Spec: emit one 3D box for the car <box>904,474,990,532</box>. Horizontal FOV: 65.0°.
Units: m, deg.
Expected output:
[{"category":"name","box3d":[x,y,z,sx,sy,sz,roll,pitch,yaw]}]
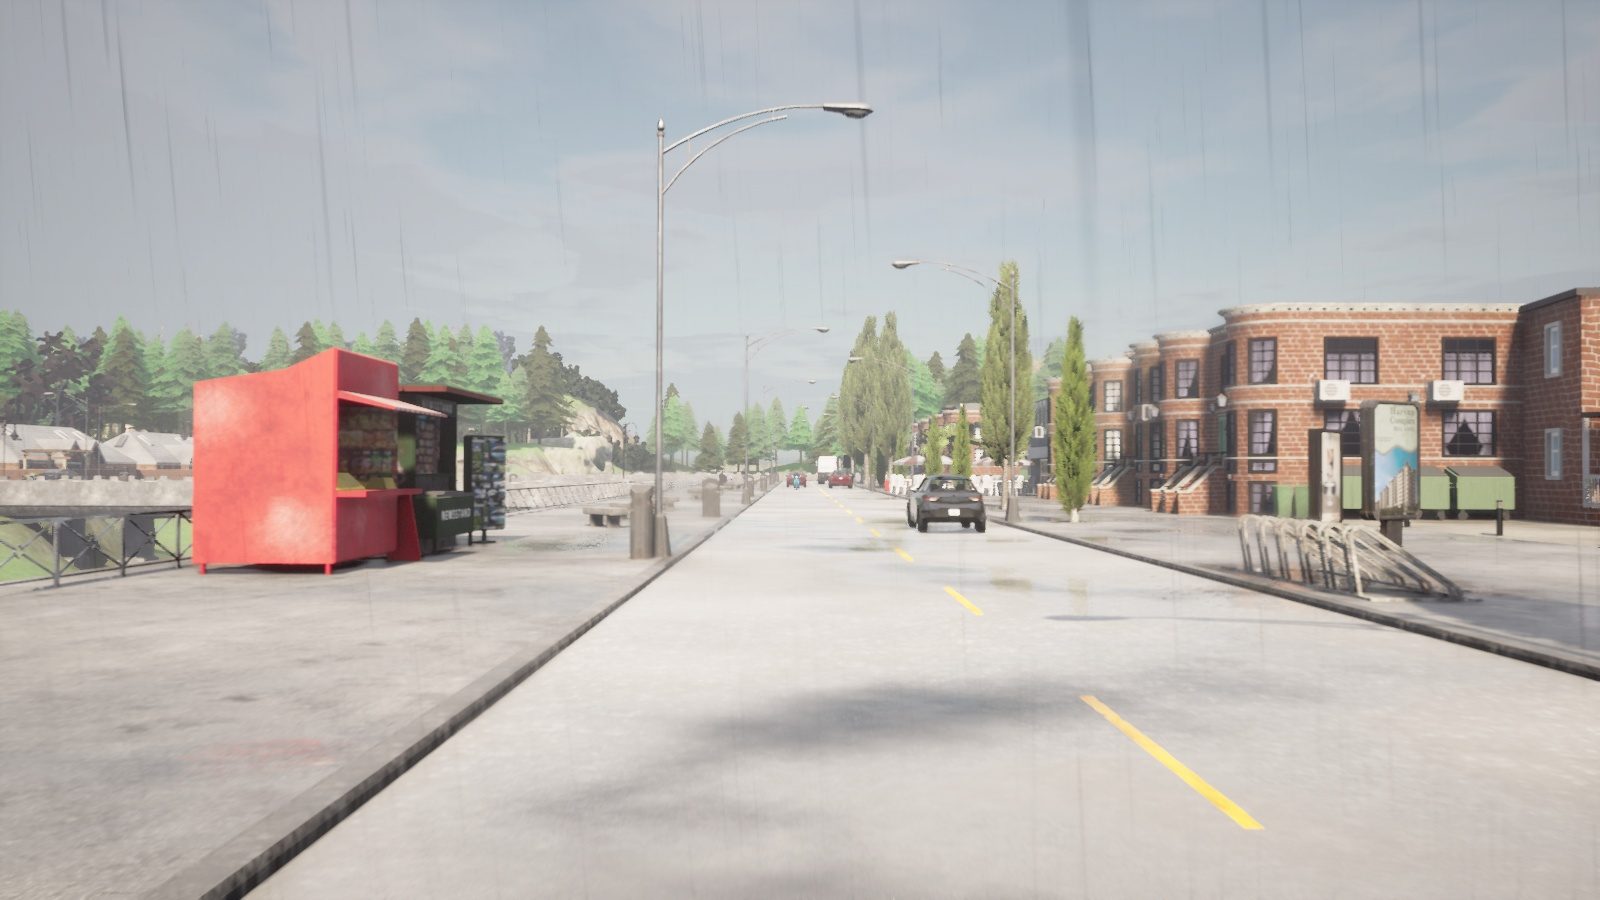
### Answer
[{"category":"car","box3d":[3.911,1.382,34.000,1.816,1.474,4.193,0,-1,0]}]
